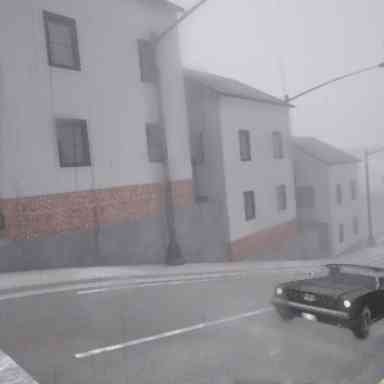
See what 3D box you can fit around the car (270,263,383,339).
[{"bbox_3d":[3.935,2.518,8.427,1.895,1.301,4.718,-3,-9,44],"label":"car"}]
